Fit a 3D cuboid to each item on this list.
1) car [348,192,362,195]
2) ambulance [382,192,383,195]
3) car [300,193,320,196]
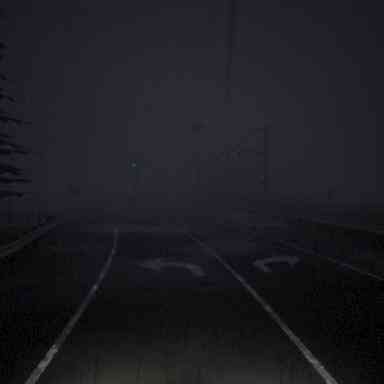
[{"bbox_3d":[40.307,0.847,82.524,4.902,1.511,2.128,0,0,-33],"label":"car"},{"bbox_3d":[43.576,0.437,72.006,6.366,2.431,2.351,0,0,-33],"label":"ambulance"},{"bbox_3d":[26.624,0.950,75.114,4.902,1.511,2.128,0,0,-19],"label":"car"}]
